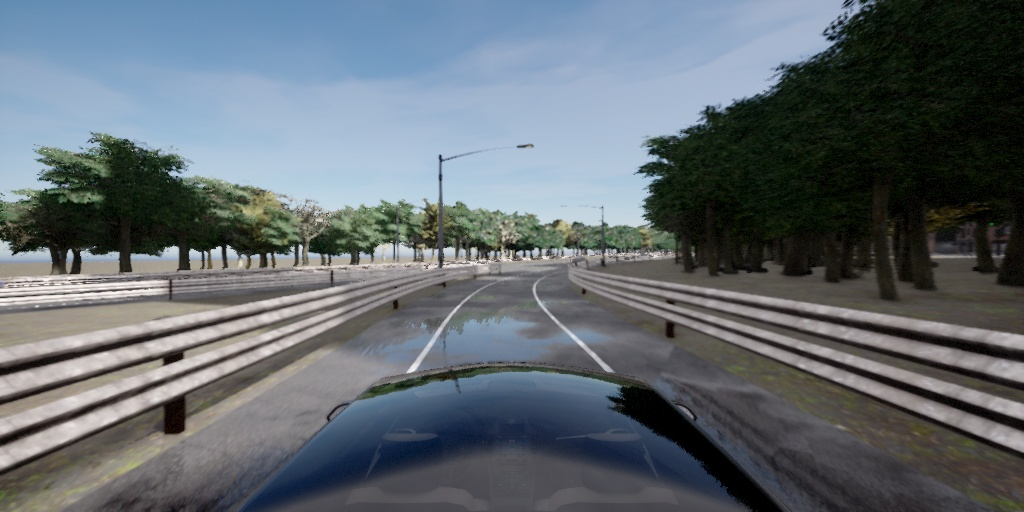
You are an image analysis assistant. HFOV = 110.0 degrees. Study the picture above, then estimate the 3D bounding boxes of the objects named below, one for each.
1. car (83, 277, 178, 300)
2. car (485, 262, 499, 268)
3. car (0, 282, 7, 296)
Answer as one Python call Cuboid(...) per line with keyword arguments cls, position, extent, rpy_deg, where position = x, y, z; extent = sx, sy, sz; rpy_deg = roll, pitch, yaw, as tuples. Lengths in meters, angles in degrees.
Cuboid(cls="car", position=(-26.894, 2.199, 25.502), extent=(1.812, 1.442, 4.674), rpy_deg=(0, 1, 39))
Cuboid(cls="car", position=(-3.772, 1.524, 54.570), extent=(1.994, 1.385, 4.181), rpy_deg=(0, 1, 39))
Cuboid(cls="car", position=(-37.538, 2.176, 23.367), extent=(2.150, 2.045, 5.566), rpy_deg=(0, 1, 39))
